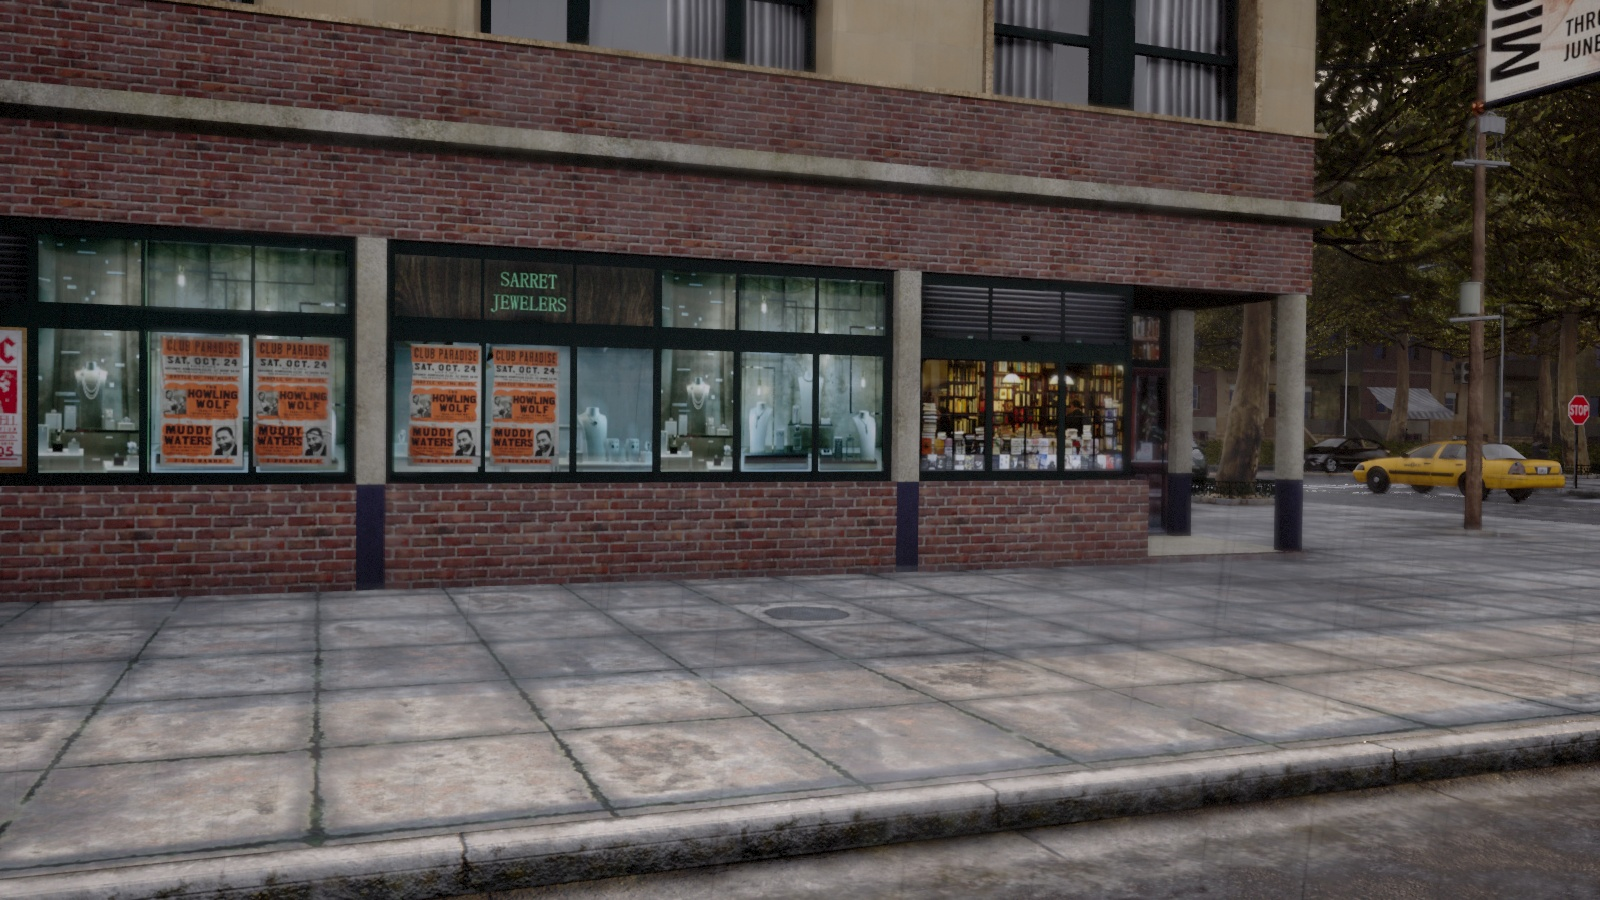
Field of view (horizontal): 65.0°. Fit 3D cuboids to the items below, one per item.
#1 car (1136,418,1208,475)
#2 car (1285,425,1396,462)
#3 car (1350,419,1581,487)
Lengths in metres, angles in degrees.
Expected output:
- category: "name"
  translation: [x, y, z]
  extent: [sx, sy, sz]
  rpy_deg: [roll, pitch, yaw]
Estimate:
- category: "car"
  translation: [12.141, -0.141, 40.956]
  extent: [2.097, 1.767, 4.553]
  rpy_deg: [0, 1, 17]
- category: "car"
  translation: [22.596, -0.286, 52.482]
  extent: [4.193, 1.474, 1.816]
  rpy_deg: [-1, 1, -21]
- category: "car"
  translation: [16.871, 0.031, 32.208]
  extent: [1.801, 1.575, 5.366]
  rpy_deg: [-1, 1, -22]
